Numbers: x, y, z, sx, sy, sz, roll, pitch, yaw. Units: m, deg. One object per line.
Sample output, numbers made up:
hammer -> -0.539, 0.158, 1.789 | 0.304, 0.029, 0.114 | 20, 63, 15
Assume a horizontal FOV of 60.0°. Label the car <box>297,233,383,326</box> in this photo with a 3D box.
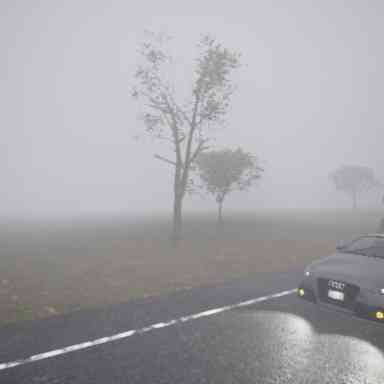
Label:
car -> 4.112, 1.594, 6.849 | 4.181, 1.385, 1.994 | 0, 0, -35
